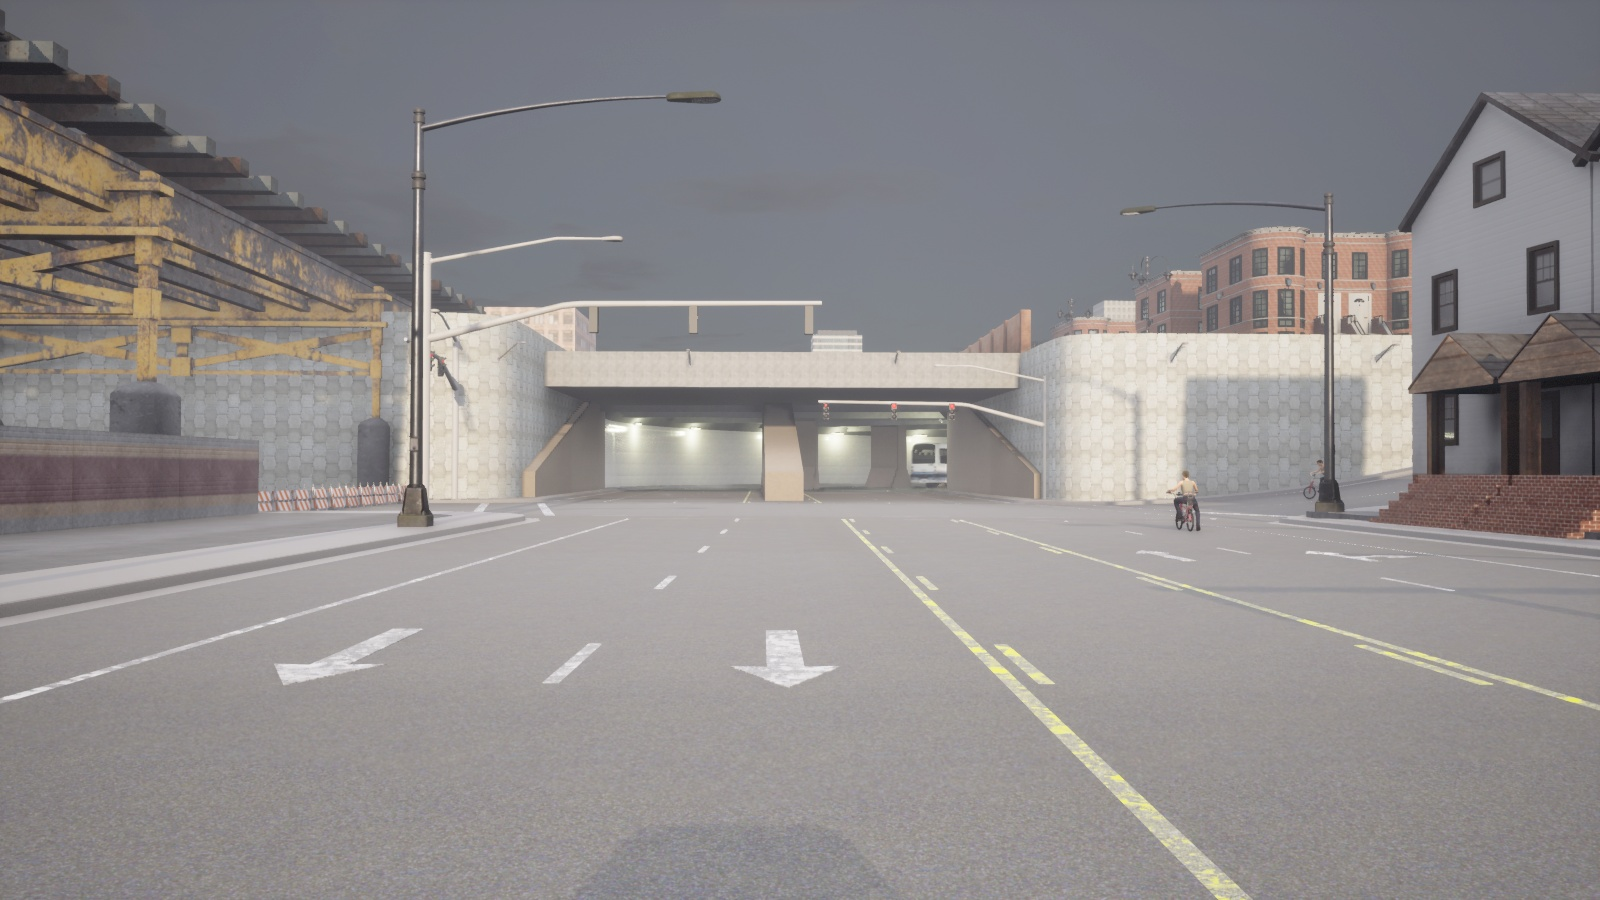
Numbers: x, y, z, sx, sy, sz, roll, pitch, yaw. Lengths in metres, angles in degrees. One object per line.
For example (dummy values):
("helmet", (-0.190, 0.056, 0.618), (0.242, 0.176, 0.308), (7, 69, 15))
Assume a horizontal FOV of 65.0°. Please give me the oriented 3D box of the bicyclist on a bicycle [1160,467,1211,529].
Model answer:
("bicyclist on a bicycle", (10.309, 1.273, 33.622), (0.866, 1.612, 1.509), (0, -1, 0))
